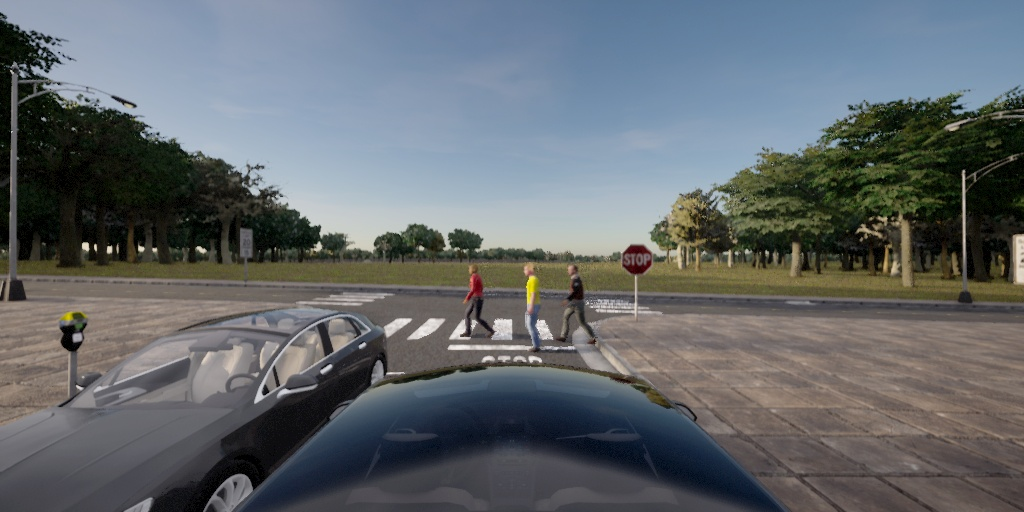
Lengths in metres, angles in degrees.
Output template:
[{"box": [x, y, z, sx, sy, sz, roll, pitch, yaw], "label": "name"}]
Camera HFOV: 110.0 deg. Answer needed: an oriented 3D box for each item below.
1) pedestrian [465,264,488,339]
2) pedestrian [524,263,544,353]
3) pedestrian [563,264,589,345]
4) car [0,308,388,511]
[{"box": [-0.837, 1.025, 8.554, 0.375, 1.860, 0.375, 1, 0, 0], "label": "pedestrian"}, {"box": [0.438, 1.033, 7.354, 0.375, 1.860, 0.375, 1, 0, 0], "label": "pedestrian"}, {"box": [1.422, 1.032, 7.955, 0.375, 1.860, 0.375, 1, 0, 0], "label": "pedestrian"}, {"box": [-2.638, 1.297, 3.615, 2.007, 1.370, 4.403, 0, 0, 0], "label": "car"}]
